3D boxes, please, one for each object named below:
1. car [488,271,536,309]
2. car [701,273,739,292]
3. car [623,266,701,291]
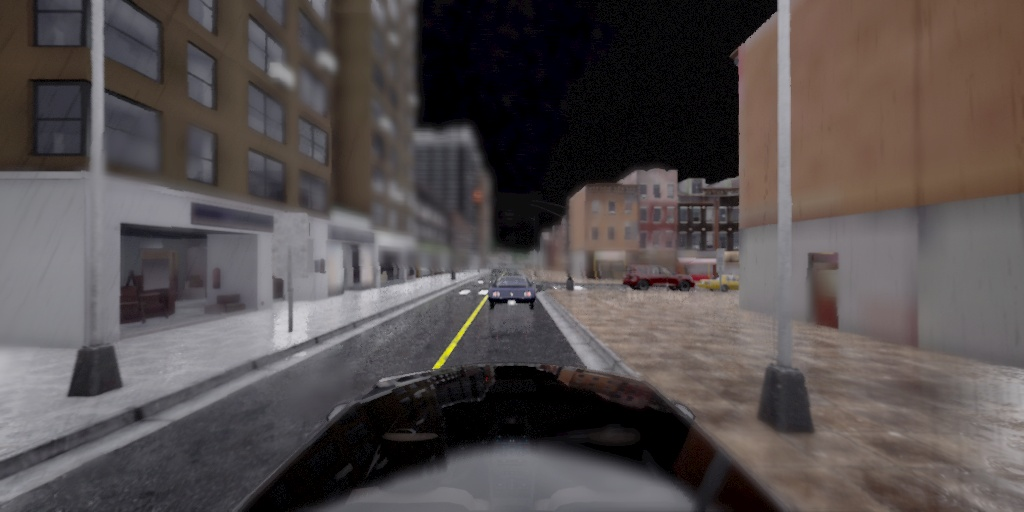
[{"bbox_3d":[-0.001,1.523,15.957,1.895,1.301,4.718,0,-1,0],"label":"car"},{"bbox_3d":[16.509,1.986,26.647,4.829,1.417,1.751,0,0,0],"label":"car"},{"bbox_3d":[10.794,1.674,26.659,5.009,1.841,2.192,0,0,0],"label":"car"}]
